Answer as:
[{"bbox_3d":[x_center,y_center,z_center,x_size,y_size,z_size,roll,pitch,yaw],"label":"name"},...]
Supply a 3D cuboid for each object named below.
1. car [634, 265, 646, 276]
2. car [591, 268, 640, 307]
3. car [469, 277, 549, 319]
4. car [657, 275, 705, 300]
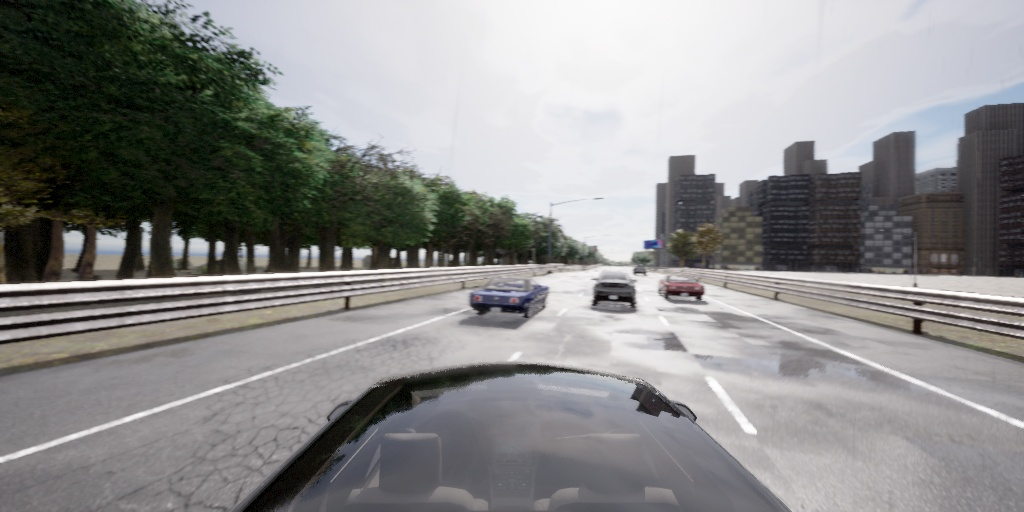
[{"bbox_3d":[19.730,2.172,55.639,2.033,1.649,4.856,1,-1,16],"label":"car"},{"bbox_3d":[4.885,1.480,17.165,1.837,1.490,4.892,1,0,16],"label":"car"},{"bbox_3d":[0.134,1.426,13.360,1.895,1.301,4.718,1,0,16],"label":"car"},{"bbox_3d":[9.522,1.721,20.576,1.895,1.301,4.718,1,0,16],"label":"car"}]
